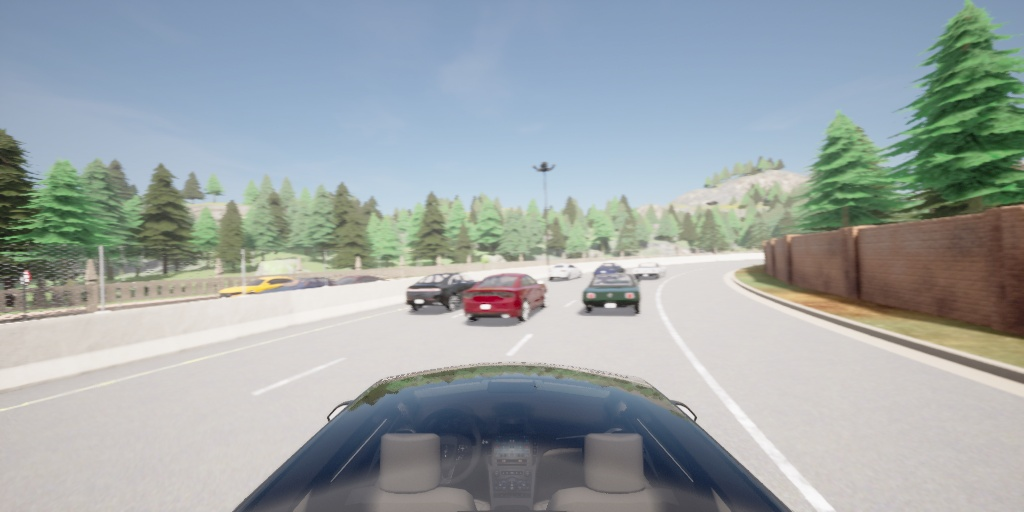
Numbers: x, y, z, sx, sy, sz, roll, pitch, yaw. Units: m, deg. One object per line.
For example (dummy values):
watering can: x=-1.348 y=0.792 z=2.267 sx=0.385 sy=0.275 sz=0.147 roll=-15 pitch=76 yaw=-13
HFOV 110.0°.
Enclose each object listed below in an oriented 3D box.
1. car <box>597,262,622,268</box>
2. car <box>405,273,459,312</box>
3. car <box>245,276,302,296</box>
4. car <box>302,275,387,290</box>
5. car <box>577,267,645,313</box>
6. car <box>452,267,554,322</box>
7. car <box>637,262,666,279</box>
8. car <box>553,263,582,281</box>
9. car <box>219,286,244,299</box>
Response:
car: x=8.559 y=1.245 z=31.286 sx=1.994 sy=1.385 sz=4.181 roll=-3 pitch=-1 yaw=31
car: x=-2.687 y=1.488 z=15.786 sx=2.128 sy=1.511 sz=4.902 roll=-3 pitch=-1 yaw=20
car: x=-12.123 y=1.984 z=21.213 sx=2.033 sy=1.411 sz=5.357 roll=-3 pitch=-1 yaw=21
car: x=-8.802 y=1.814 z=20.010 sx=1.812 sy=1.442 sz=4.674 roll=-3 pitch=-1 yaw=22
car: x=3.923 y=1.304 z=13.658 sx=1.895 sy=1.301 sz=4.718 roll=-3 pitch=-1 yaw=20
car: x=-0.025 y=1.336 z=12.892 sx=1.882 sy=1.535 sz=5.008 roll=-3 pitch=-1 yaw=18
car: x=11.234 y=1.151 z=29.078 sx=1.895 sy=1.301 sz=4.718 roll=-3 pitch=-1 yaw=31
car: x=4.709 y=1.369 z=31.686 sx=1.812 sy=1.442 sz=4.674 roll=-3 pitch=-1 yaw=30
car: x=-15.317 y=2.058 z=22.481 sx=1.882 sy=1.535 sz=5.008 roll=-3 pitch=-1 yaw=22
